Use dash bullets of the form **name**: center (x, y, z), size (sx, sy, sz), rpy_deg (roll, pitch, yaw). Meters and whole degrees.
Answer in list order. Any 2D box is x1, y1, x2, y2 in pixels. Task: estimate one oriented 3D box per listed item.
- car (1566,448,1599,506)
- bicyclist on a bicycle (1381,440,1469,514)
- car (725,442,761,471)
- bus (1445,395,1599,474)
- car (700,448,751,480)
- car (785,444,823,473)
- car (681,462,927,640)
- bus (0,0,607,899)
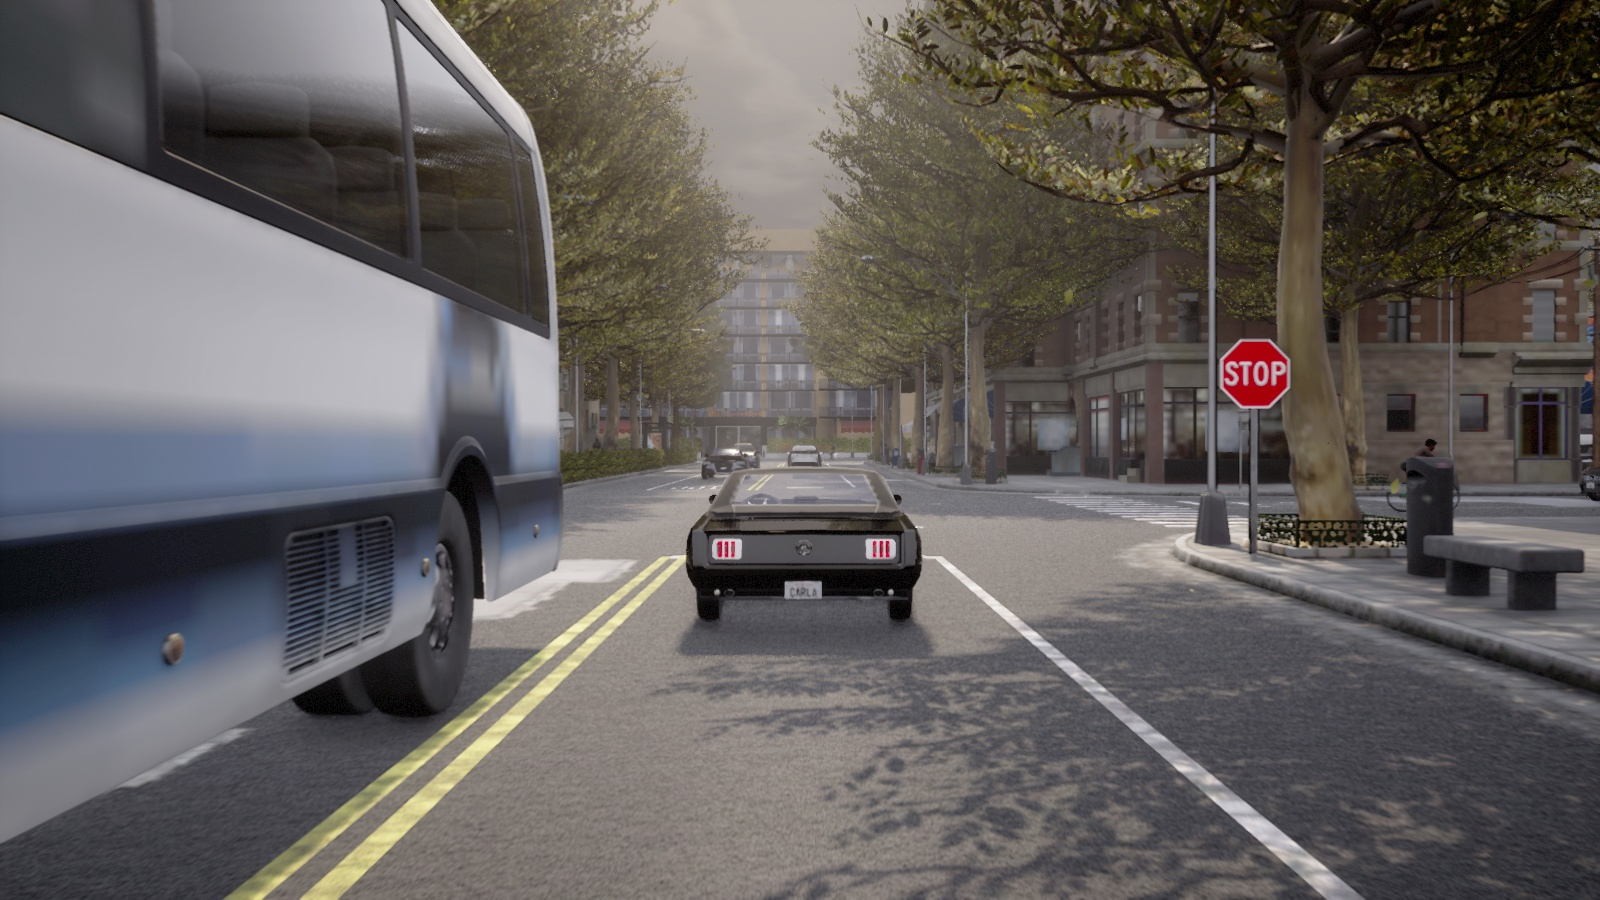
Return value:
- **car**: center (22.106, 0.667, 31.501), size (4.674, 1.442, 1.812), rpy_deg (0, 0, -1)
- **bicyclist on a bicycle**: center (13.876, 0.601, 27.910), size (1.656, 1.620, 0.582), rpy_deg (0, 0, -1)
- **car**: center (-3.206, 0.362, 71.530), size (1.851, 1.617, 3.988), rpy_deg (0, 0, 0)
- **bus**: center (41.913, -0.874, 72.637), size (3.944, 4.253, 10.273), rpy_deg (0, 0, 0)
- **car**: center (-3.257, 0.590, 55.612), size (1.994, 1.385, 4.181), rpy_deg (0, 0, 1)
- **car**: center (0.246, 0.427, 68.178), size (2.007, 1.525, 4.514), rpy_deg (0, 0, 0)
- **car**: center (0.047, 0.800, 12.037), size (1.895, 1.301, 4.718), rpy_deg (0, 0, 0)
- **bus**: center (-3.445, -0.642, 4.312), size (3.944, 4.253, 10.273), rpy_deg (0, 0, 0)
